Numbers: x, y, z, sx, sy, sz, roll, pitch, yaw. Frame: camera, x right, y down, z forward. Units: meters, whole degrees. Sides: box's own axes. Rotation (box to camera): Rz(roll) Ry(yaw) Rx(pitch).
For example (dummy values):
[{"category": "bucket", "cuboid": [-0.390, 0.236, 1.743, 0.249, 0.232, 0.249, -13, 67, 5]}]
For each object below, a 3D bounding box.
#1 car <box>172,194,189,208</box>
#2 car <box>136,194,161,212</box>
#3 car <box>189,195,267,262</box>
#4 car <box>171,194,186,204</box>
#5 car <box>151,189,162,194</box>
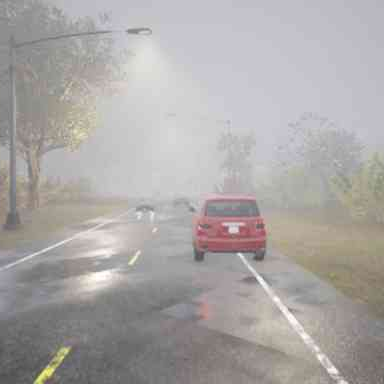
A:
[{"category": "car", "cuboid": [-1.297, 1.074, 40.776, 1.837, 1.490, 4.892, 0, 1, -4]}, {"category": "car", "cuboid": [-4.561, 1.199, 33.871, 2.033, 1.411, 5.357, 0, 1, -3]}, {"category": "car", "cuboid": [1.103, 1.108, 11.858, 2.150, 2.045, 5.566, 0, 1, -1]}, {"category": "car", "cuboid": [-2.054, 1.001, 50.748, 2.033, 1.411, 5.357, 0, 1, -5]}, {"category": "car", "cuboid": [-8.103, 0.350, 75.388, 2.150, 2.045, 5.566, 0, 1, -7]}]
